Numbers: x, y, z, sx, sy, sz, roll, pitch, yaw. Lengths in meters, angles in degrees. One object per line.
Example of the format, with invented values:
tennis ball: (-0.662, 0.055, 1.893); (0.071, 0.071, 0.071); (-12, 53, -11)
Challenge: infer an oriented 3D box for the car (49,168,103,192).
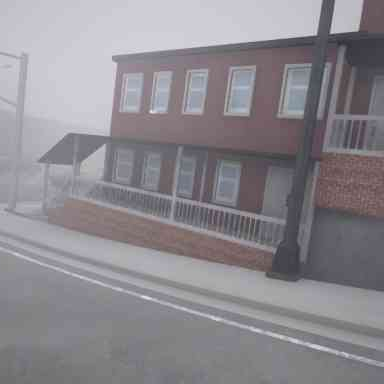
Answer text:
car: (-9.200, -0.770, 27.638); (2.128, 1.511, 4.902); (11, 7, 35)

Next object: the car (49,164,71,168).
car: (-15.848, -3.031, 42.389); (1.837, 1.490, 4.892); (11, 7, 35)

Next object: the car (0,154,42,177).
car: (-18.017, -2.753, 33.388); (2.150, 2.045, 5.566); (11, 7, 36)

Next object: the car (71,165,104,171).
car: (-12.077, -2.495, 41.704); (1.882, 1.535, 5.008); (11, 7, 35)

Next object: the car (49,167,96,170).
car: (-10.787, -1.223, 31.375); (1.895, 1.301, 4.718); (11, 7, 35)
